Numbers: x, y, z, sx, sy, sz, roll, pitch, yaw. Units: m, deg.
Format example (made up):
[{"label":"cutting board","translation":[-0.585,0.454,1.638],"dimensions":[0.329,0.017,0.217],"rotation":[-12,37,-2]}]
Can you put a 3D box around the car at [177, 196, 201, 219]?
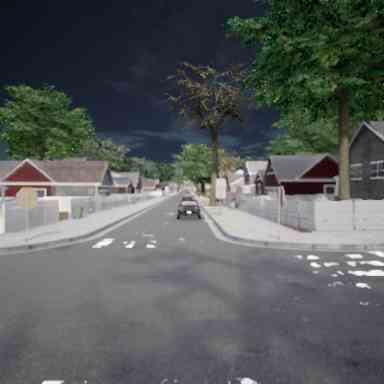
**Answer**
[{"label":"car","translation":[-0.271,1.339,27.057],"dimensions":[1.812,1.442,4.674],"rotation":[0,0,-1]}]

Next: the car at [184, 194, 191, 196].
[{"label":"car","translation":[-0.797,1.106,60.057],"dimensions":[1.812,1.442,4.674],"rotation":[0,0,-1]}]
